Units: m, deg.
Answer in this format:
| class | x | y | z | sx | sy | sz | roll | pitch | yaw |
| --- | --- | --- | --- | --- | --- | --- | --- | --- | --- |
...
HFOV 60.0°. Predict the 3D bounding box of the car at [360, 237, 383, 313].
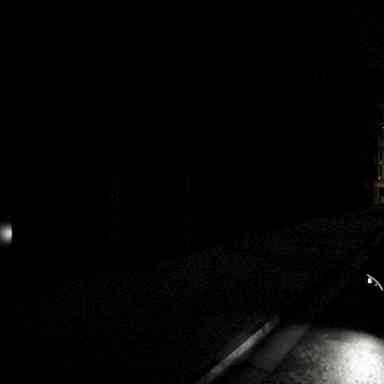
| class | x | y | z | sx | sy | sz | roll | pitch | yaw |
| --- | --- | --- | --- | --- | --- | --- | --- | --- | --- |
| car | 4.846 | 1.516 | 7.044 | 1.812 | 1.442 | 4.674 | 0 | 0 | 35 |
